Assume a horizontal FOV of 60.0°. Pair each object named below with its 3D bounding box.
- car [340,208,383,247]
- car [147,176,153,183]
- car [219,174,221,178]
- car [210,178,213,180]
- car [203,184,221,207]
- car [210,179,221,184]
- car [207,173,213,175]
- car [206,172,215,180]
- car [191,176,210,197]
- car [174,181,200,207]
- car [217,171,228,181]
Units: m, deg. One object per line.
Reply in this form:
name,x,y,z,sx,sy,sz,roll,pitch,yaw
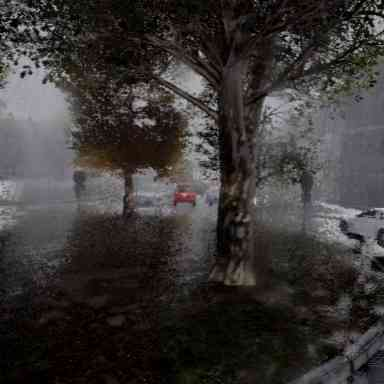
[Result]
car,8.167,1.405,14.141,1.812,1.442,4.674,2,1,-4
car,-10.408,-2.712,67.783,4.792,1.488,2.163,-1,6,-15
car,5.068,-1.370,53.992,2.150,2.045,5.566,2,6,7
car,2.211,-1.250,55.335,1.812,1.442,4.674,2,6,7
car,2.633,0.472,34.021,2.097,1.767,4.553,1,3,-3
car,3.701,-0.358,44.254,2.097,1.767,4.553,2,5,9
car,3.792,-2.735,71.067,1.882,1.535,5.008,2,5,4
car,4.444,-3.997,82.169,2.097,1.767,4.553,2,5,2
car,0.681,-0.550,44.310,2.150,2.045,5.566,2,5,9
car,-0.603,0.280,33.700,2.150,2.045,5.566,1,3,2
car,7.431,-4.022,81.677,2.150,2.045,5.566,2,5,2
